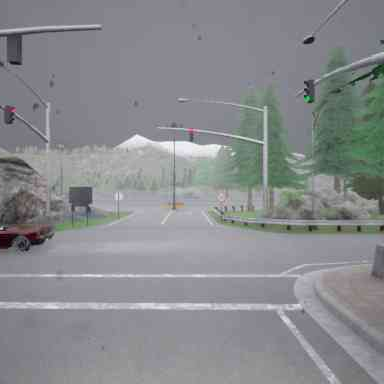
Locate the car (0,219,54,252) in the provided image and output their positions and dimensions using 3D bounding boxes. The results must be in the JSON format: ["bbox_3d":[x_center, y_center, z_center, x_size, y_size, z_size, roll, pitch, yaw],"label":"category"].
[{"bbox_3d":[-8.327,1.757,13.730,4.718,1.301,1.895,-2,0,-6],"label":"car"}]
